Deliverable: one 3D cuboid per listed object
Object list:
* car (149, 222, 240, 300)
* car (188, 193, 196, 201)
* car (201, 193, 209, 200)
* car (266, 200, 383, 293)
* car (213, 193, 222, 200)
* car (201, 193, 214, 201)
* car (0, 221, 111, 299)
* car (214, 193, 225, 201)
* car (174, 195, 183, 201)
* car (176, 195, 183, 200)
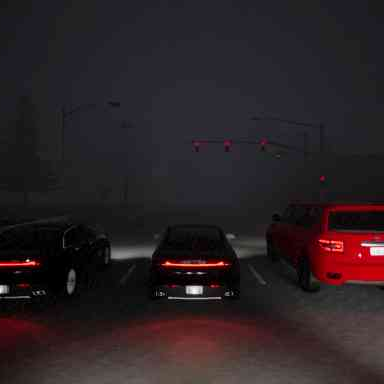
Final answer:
[{"bbox_3d":[0.063,1.505,8.367,1.837,1.490,4.892,0,0,0],"label":"car"},{"bbox_3d":[0.010,1.517,81.471,2.128,1.511,4.902,0,0,0],"label":"car"},{"bbox_3d":[3.511,1.187,91.861,2.097,1.767,4.553,0,0,0],"label":"car"},{"bbox_3d":[3.567,1.221,9.015,2.150,2.045,5.566,0,0,0],"label":"car"},{"bbox_3d":[7.011,1.187,91.860,2.097,1.767,4.553,0,0,0],"label":"car"},{"bbox_3d":[3.510,1.347,81.857,2.097,1.767,4.553,0,0,0],"label":"car"},{"bbox_3d":[-3.437,1.505,8.420,1.837,1.490,4.892,0,0,0],"label":"car"},{"bbox_3d":[7.010,1.492,81.470,1.837,1.490,4.892,0,0,0],"label":"car"},{"bbox_3d":[-3.490,1.516,81.888,1.812,1.442,4.674,0,0,0],"label":"car"},{"bbox_3d":[-3.489,1.427,91.922,1.895,1.301,4.718,0,0,0],"label":"car"}]
